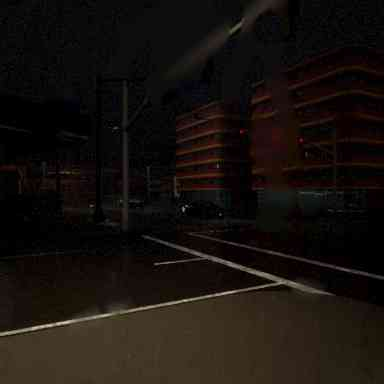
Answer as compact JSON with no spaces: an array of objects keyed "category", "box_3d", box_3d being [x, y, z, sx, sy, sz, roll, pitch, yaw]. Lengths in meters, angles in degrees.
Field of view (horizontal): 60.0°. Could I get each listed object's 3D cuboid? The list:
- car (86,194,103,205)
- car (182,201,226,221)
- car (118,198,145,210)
[{"category":"car","box_3d":[-17.823,1.541,59.887,1.812,1.442,4.674,0,0,-31]},{"category":"car","box_3d":[0.934,1.504,27.917,1.837,1.490,4.892,0,0,-31]},{"category":"car","box_3d":[-7.690,1.601,42.502,1.895,1.301,4.718,0,0,-30]}]
